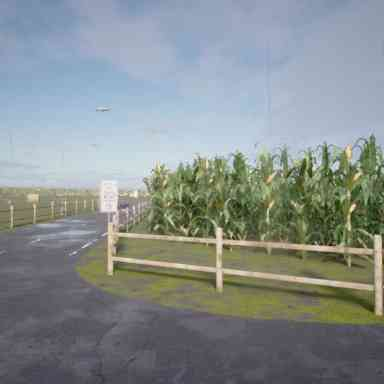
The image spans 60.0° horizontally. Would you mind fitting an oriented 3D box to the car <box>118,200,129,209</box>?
[{"bbox_3d":[-11.071,1.875,52.077,1.994,1.385,4.181,1,0,-4],"label":"car"}]
